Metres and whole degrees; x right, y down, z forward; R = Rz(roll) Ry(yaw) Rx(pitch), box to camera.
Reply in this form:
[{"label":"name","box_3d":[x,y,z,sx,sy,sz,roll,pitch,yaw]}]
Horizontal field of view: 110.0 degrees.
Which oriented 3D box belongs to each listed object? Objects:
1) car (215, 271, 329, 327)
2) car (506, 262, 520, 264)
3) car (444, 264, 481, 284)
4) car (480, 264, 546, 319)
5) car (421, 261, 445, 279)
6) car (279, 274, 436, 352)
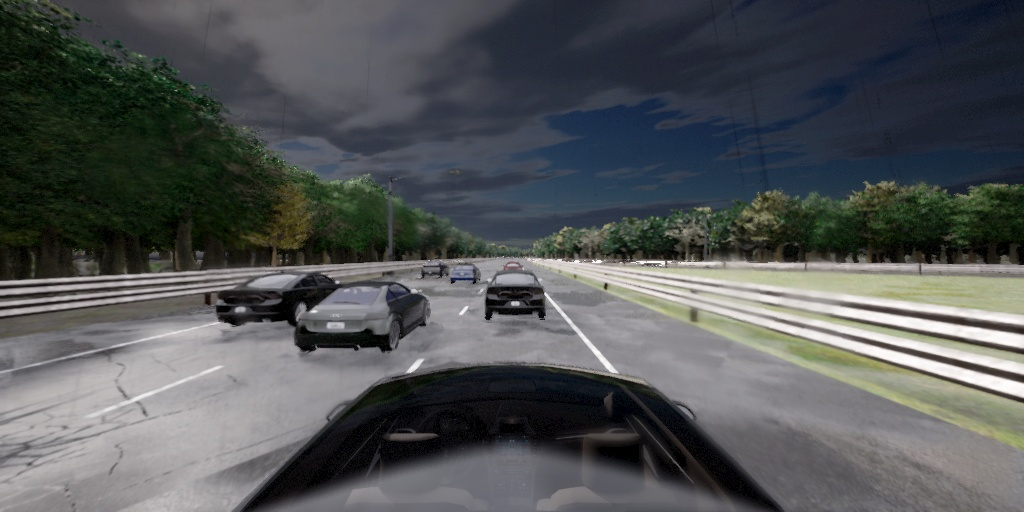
[{"label":"car","box_3d":[-6.901,1.224,11.600,1.882,1.535,5.008,0,0,0]},{"label":"car","box_3d":[0.095,1.278,33.651,1.812,1.442,4.674,0,0,0]},{"label":"car","box_3d":[-3.403,1.296,26.934,2.033,1.411,5.357,0,0,0]},{"label":"car","box_3d":[0.099,1.224,12.794,1.882,1.535,5.008,0,0,0]},{"label":"car","box_3d":[-6.910,1.211,32.640,2.128,1.511,4.902,0,0,0]},{"label":"car","box_3d":[-3.401,1.311,8.923,1.994,1.385,4.181,0,0,0]}]
